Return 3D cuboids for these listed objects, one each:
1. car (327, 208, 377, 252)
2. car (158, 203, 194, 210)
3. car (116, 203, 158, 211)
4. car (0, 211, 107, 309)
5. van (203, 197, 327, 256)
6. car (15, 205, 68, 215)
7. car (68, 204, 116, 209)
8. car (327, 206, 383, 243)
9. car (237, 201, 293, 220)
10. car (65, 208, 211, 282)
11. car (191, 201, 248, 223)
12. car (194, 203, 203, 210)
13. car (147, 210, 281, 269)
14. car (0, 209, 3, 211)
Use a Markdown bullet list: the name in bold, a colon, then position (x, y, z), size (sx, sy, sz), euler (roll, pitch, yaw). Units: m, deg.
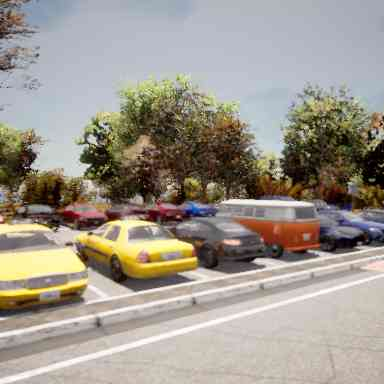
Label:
- **car**: position (5.047, 1.598, 14.699), size (2.163, 1.488, 4.792), euler (1, 0, -36)
- **car**: position (-2.368, 1.567, 24.877), size (2.097, 1.535, 5.008), euler (1, 0, -36)
- **car**: position (-4.681, 1.571, 23.255), size (2.163, 1.488, 4.792), euler (1, 0, -36)
- **car**: position (-4.036, 1.462, 7.972), size (1.946, 1.575, 5.366), euler (1, 0, -36)
- **van**: position (2.670, 1.317, 13.169), size (1.878, 1.987, 4.442), euler (1, 0, -36)
- **car**: position (-9.345, 1.488, 19.857), size (2.097, 1.535, 5.008), euler (1, 0, -36)
- **car**: position (-7.059, 1.514, 21.514), size (2.097, 1.535, 5.008), euler (1, 0, -36)
- **car**: position (7.322, 1.634, 16.375), size (2.002, 1.452, 4.674), euler (1, 0, -36)
- **car**: position (6.791, 1.668, 31.485), size (2.231, 1.521, 4.892), euler (1, 0, -36)
- **car**: position (-1.959, 1.488, 9.923), size (1.946, 1.575, 5.366), euler (1, 0, -36)
- **car**: position (2.216, 1.619, 28.176), size (2.231, 1.521, 4.892), euler (1, 0, -36)
- **car**: position (-0.076, 1.592, 26.526), size (2.097, 1.535, 5.008), euler (1, 0, -36)
- **car**: position (0.444, 1.557, 11.420), size (2.002, 1.452, 4.674), euler (1, 0, -36)
- **car**: position (-11.657, 1.337, 18.238), size (2.185, 1.767, 4.553), euler (1, 0, -36)
